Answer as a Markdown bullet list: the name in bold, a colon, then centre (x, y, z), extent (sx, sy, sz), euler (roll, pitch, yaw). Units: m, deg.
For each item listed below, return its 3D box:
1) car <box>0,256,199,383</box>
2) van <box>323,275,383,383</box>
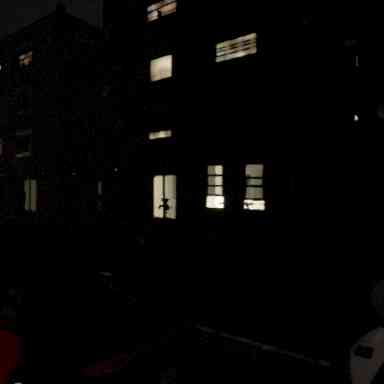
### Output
- **car**: centre (-2.031, 1.529, 4.329), extent (4.507, 1.381, 1.887), euler (0, 1, 36)
- **van**: centre (2.480, 1.347, 1.098), extent (3.998, 1.788, 1.690), euler (0, 1, 36)
